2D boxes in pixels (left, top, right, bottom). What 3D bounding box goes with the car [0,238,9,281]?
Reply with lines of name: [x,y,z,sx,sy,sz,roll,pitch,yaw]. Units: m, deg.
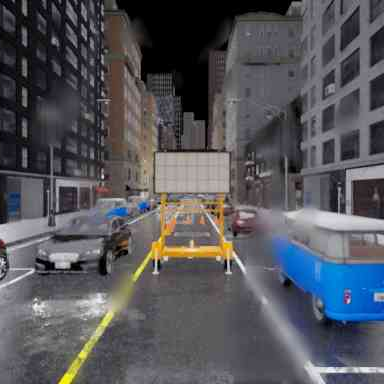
car: [-5.665,1.439,6.833,1.967,1.590,4.097,0,0,0]

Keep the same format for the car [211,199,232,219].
car: [2.874,1.577,28.832,1.802,1.307,4.206,0,0,0]

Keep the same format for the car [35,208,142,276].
car: [-3.093,1.489,10.416,2.128,1.511,4.902,0,0,0]

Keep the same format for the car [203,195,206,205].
car: [2.883,1.436,45.337,1.967,1.590,4.097,0,0,0]

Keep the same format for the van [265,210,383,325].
van: [2.861,1.340,6.827,1.690,1.788,3.998,0,0,0]

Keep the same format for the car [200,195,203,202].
car: [2.889,1.548,56.340,2.008,1.369,4.403,0,0,0]

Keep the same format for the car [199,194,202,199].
car: [2.896,1.567,67.342,1.947,1.339,4.313,0,0,0]

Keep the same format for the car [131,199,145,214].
car: [-5.652,1.546,28.837,2.008,1.369,4.403,0,0,0]

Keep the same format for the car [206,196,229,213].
car: [2.876,1.310,34.334,2.192,1.841,5.009,0,0,0]

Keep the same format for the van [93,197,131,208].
van: [-5.655,1.337,23.337,1.690,1.788,3.998,0,0,0]

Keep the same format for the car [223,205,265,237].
car: [2.867,1.578,17.830,1.802,1.307,4.206,0,0,0]

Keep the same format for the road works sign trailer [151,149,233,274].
road works sign trailer: [0.007,0.462,10.507,2.380,3.560,2.880,0,0,0]

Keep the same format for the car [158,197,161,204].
car: [-5.642,1.578,45.342,1.802,1.307,4.206,0,0,0]

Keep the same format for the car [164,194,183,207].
car: [-3.060,1.220,52.537,2.150,2.045,5.566,0,0,0]

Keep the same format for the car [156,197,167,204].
car: [-5.633,1.581,61.846,1.802,1.307,4.206,0,0,0]

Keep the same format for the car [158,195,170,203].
car: [-5.630,1.441,67.347,1.967,1.590,4.097,0,0,0]

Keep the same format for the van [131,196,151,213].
van: [-5.649,1.336,34.339,1.690,1.788,3.998,0,0,0]

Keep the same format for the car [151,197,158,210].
car: [-5.645,1.561,39.841,1.947,1.339,4.313,0,0,0]
